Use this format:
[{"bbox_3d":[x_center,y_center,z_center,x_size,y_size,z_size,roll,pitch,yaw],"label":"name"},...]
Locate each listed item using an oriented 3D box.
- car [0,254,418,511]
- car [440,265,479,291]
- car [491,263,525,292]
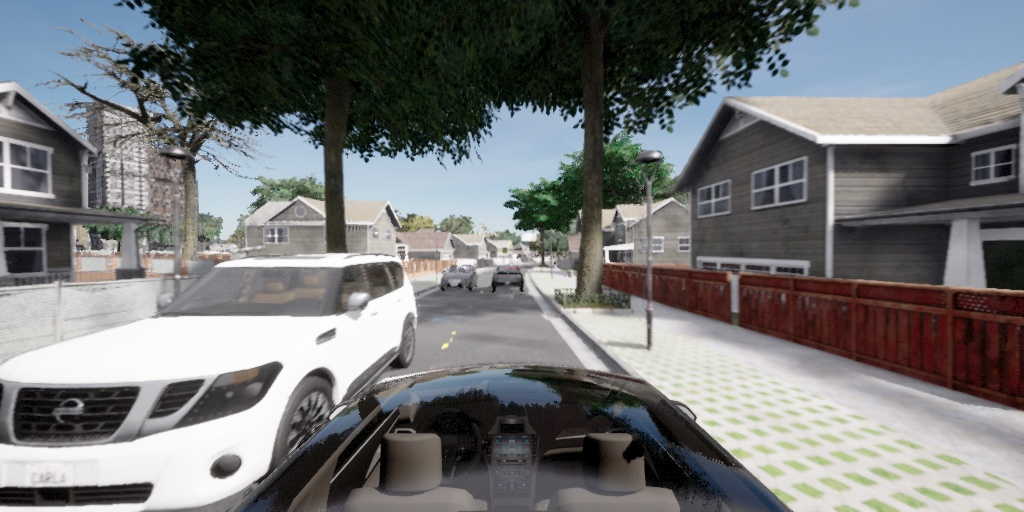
[{"bbox_3d":[-2.901,0.987,4.970,2.150,2.045,5.566,0,0,-1],"label":"car"},{"bbox_3d":[-3.126,1.290,21.997,2.128,1.511,4.902,0,0,0],"label":"car"},{"bbox_3d":[-0.224,1.278,21.929,2.128,1.511,4.902,0,0,0],"label":"car"}]
